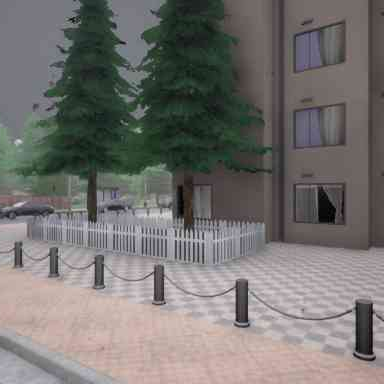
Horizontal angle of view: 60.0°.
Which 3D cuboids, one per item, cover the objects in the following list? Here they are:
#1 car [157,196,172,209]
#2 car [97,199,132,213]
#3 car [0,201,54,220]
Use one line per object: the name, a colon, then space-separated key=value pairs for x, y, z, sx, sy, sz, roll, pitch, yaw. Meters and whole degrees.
car: x=-2.541 y=1.337 z=44.321 sx=2.097 sy=1.767 sz=4.553 roll=0 pitch=0 yaw=37
car: x=-8.710 y=1.476 z=36.154 sx=2.128 sy=1.511 sz=4.902 roll=0 pitch=0 yaw=37
car: x=-14.299 y=1.510 z=28.692 sx=1.812 sy=1.442 sz=4.674 roll=0 pitch=0 yaw=37
